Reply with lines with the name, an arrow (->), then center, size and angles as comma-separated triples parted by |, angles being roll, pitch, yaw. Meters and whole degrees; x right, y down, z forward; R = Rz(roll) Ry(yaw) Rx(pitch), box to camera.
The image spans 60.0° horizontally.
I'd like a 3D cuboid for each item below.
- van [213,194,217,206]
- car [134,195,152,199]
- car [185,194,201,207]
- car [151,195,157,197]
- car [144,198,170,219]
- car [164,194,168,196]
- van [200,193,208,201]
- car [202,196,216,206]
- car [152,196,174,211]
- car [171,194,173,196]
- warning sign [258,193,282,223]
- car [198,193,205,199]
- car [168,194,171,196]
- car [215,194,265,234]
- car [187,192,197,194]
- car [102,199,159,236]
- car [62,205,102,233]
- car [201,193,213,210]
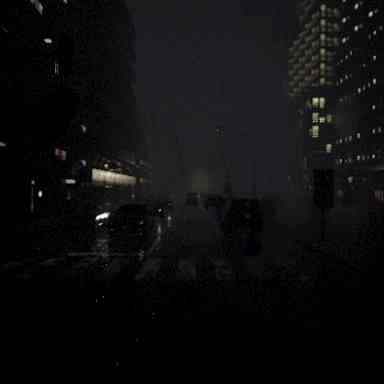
van -> 2.665, 1.227, 23.908 | 1.690, 1.788, 3.998 | 0, 0, 0
car -> -5.727, 1.343, 34.953 | 2.008, 1.369, 4.403 | 0, 0, 0
car -> -0.048, 1.332, 47.156 | 2.033, 1.411, 5.357 | 0, 0, 0
car -> -5.734, 1.317, 40.478 | 1.887, 1.381, 4.507 | 0, 0, 0
car -> -3.123, 1.438, 27.150 | 1.895, 1.301, 4.718 | 0, 0, 0
car -> -5.753, 1.156, 57.059 | 1.967, 1.590, 4.097 | 0, 0, 0
van -> 2.608, 1.058, 73.647 | 1.690, 1.788, 3.998 | 0, 0, 0
car -> 2.633, 1.331, 51.542 | 1.887, 1.381, 4.507 | 0, 0, 0
car -> -3.113, 1.399, 37.780 | 1.895, 1.301, 4.718 | 0, 0, 0
car -> -5.772, 1.210, 73.638 | 1.887, 1.381, 4.507 | 0, 0, 0
warning sign -> 5.056, 1.025, 21.640 | 1.300, 1.860, 1.060 | 1, 0, 0
car -> 2.588, 1.115, 90.228 | 1.967, 1.590, 4.097 | 0, 0, 0
car -> -5.765, 1.207, 67.942 | 1.752, 1.417, 4.829 | 0, 0, 0
car -> 2.672, 1.224, 18.382 | 2.192, 1.841, 5.009 | 0, 0, 0
car -> -0.058, 0.971, 57.602 | 2.150, 2.045, 5.566 | 0, 0, 0
car -> -3.113, 1.353, 17.797 | 1.882, 1.535, 5.008 | 0, 0, 0
car -> -5.708, 1.408, 18.373 | 2.008, 1.369, 4.403 | 0, 0, 0
car -> 2.646, 1.139, 40.487 | 2.192, 1.841, 5.009 | 0, 0, 0
